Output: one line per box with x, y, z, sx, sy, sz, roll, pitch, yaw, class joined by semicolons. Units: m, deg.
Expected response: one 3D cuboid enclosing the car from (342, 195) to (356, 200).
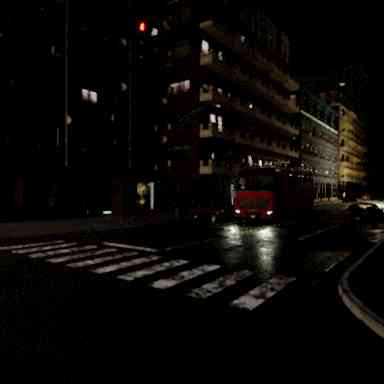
27.156;1.138;57.255;1.947;1.339;4.313;1;1;36;car

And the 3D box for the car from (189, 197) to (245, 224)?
1.548;1.290;22.559;1.887;1.381;4.507;1;1;36;car

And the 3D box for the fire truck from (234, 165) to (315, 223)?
6.318;0.086;24.312;2.891;3.827;8.468;0;0;36;fire truck

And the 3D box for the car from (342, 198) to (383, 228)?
10.475;1.313;20.168;1.887;1.381;4.507;1;1;36;car

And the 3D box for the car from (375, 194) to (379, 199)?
43.960;1.030;80.165;1.947;1.339;4.313;1;1;36;car

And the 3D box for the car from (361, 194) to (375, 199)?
37.239;1.089;71.002;1.802;1.307;4.206;1;1;36;car
